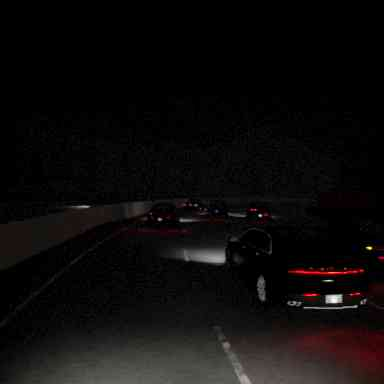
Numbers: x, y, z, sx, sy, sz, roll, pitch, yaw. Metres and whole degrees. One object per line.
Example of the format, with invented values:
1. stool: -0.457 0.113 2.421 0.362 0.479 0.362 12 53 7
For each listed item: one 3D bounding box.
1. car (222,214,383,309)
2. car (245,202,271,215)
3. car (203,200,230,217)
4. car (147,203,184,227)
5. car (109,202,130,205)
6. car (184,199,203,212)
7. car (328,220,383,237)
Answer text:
1. car: 2.119 1.548 8.020 1.837 1.490 4.892 1 0 -7
2. car: 5.711 1.612 28.830 1.837 1.490 4.892 1 0 6
3. car: 2.436 1.500 30.738 1.882 1.535 5.008 1 0 7
4. car: -1.826 1.451 22.227 1.812 1.442 4.674 1 0 2
5. car: -8.907 1.264 46.062 2.033 1.411 5.357 1 0 15
6. car: 0.357 1.507 38.879 2.033 1.411 5.357 1 0 12
7. car: 5.339 1.646 11.027 1.812 1.442 4.674 1 0 -5
